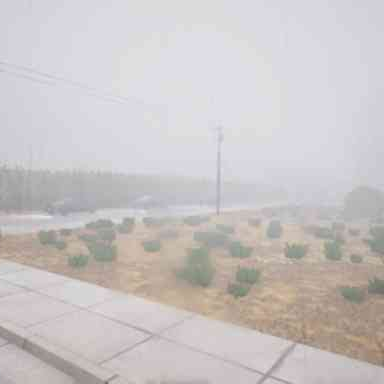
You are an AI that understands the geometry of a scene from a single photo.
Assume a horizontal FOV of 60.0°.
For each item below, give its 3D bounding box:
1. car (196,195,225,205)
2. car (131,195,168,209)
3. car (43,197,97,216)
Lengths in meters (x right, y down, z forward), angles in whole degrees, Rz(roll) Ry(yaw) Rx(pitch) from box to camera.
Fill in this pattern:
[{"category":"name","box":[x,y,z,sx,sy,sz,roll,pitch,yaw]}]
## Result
[{"category":"car","box":[2.593,1.060,45.904,2.033,1.411,5.357,1,1,33]},{"category":"car","box":[-4.346,1.052,35.110,1.812,1.442,4.674,1,1,33]},{"category":"car","box":[-9.710,1.100,26.788,1.994,1.385,4.181,1,1,33]}]
